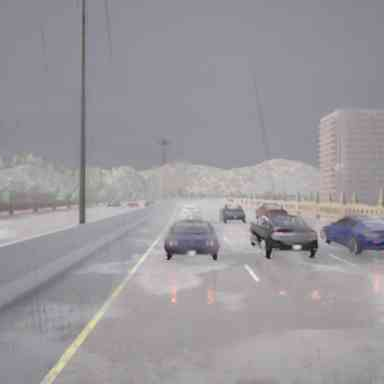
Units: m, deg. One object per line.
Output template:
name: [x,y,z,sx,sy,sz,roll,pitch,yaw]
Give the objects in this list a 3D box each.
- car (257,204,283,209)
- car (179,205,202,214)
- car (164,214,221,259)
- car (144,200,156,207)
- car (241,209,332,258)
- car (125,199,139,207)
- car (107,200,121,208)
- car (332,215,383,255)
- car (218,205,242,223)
car: [6.887,1.810,29.412,1.882,1.535,5.008,0,0,-1]
car: [-0.107,1.853,28.935,1.812,1.442,4.674,0,0,-1]
car: [0.005,1.751,13.219,1.895,1.301,4.718,0,-1,0]
car: [-8.174,2.294,65.042,1.994,1.385,4.181,0,-1,-1]
car: [3.507,1.646,13.481,2.128,1.511,4.902,0,-1,0]
car: [-11.675,2.085,65.007,2.097,1.767,4.553,0,-1,-1]
car: [-15.167,2.230,64.788,2.128,1.511,4.902,0,-1,-1]
car: [7.010,1.684,13.875,1.812,1.442,4.674,0,0,0]
car: [3.398,1.816,28.605,2.128,1.511,4.902,0,0,-1]
